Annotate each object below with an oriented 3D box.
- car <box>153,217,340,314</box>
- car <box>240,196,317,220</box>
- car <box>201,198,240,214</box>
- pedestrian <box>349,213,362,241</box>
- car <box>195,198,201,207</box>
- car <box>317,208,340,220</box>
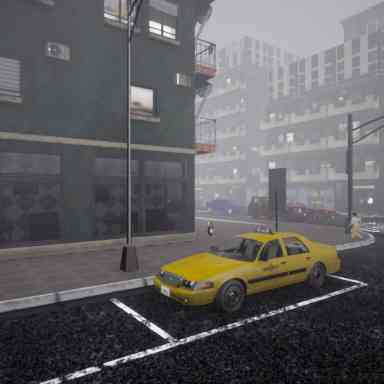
[{"bbox_3d":[1.464,1.525,7.605,4.829,1.417,1.752,0,0,-36],"label":"car"},{"bbox_3d":[6.463,1.264,25.399,2.192,1.841,5.009,0,0,-36],"label":"car"},{"bbox_3d":[3.462,1.400,33.952,1.882,1.535,5.008,0,0,-36],"label":"car"},{"bbox_3d":[7.123,1.424,14.450,0.375,1.300,0.375,0,0,-36],"label":"pedestrian"},{"bbox_3d":[-0.042,1.466,48.667,1.802,1.307,4.206,0,0,-36],"label":"car"},{"bbox_3d":[9.057,1.552,26.251,1.895,1.301,4.718,0,0,-37],"label":"car"}]
